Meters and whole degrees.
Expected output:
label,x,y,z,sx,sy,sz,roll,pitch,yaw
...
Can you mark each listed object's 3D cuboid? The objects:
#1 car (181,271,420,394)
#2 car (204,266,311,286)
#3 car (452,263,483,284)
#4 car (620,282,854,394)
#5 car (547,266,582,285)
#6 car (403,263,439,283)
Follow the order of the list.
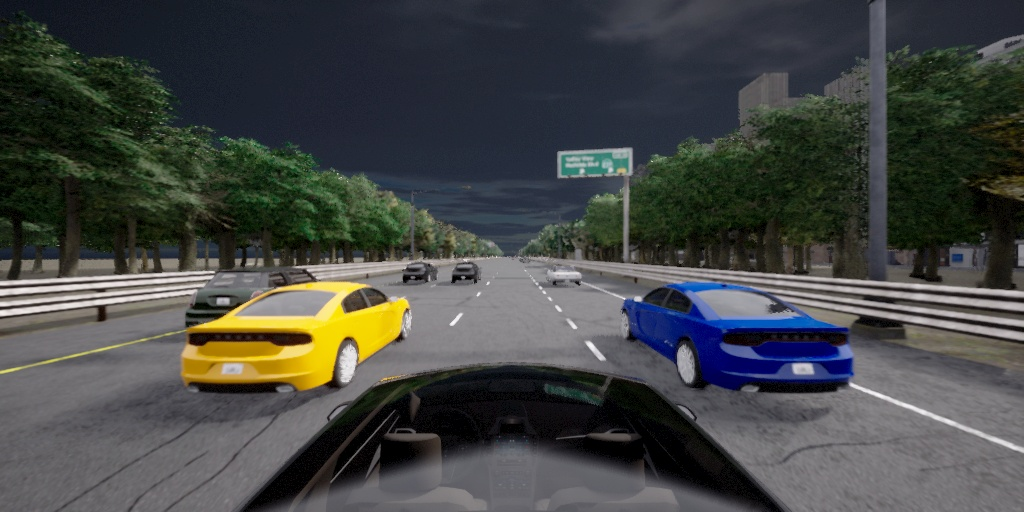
label,x,y,z,sx,sy,sz,roll,pitch,yaw
car,-3.418,1.227,6.872,1.882,1.535,5.008,0,0,0
car,-6.903,1.099,10.701,2.097,1.767,4.553,0,0,0
car,-3.377,1.243,27.261,1.837,1.490,4.892,0,0,0
car,3.584,1.227,6.877,1.882,1.535,5.008,0,0,0
car,3.620,1.340,25.593,1.895,1.301,4.718,0,0,0
car,-6.877,1.243,27.310,1.837,1.490,4.892,0,0,0
